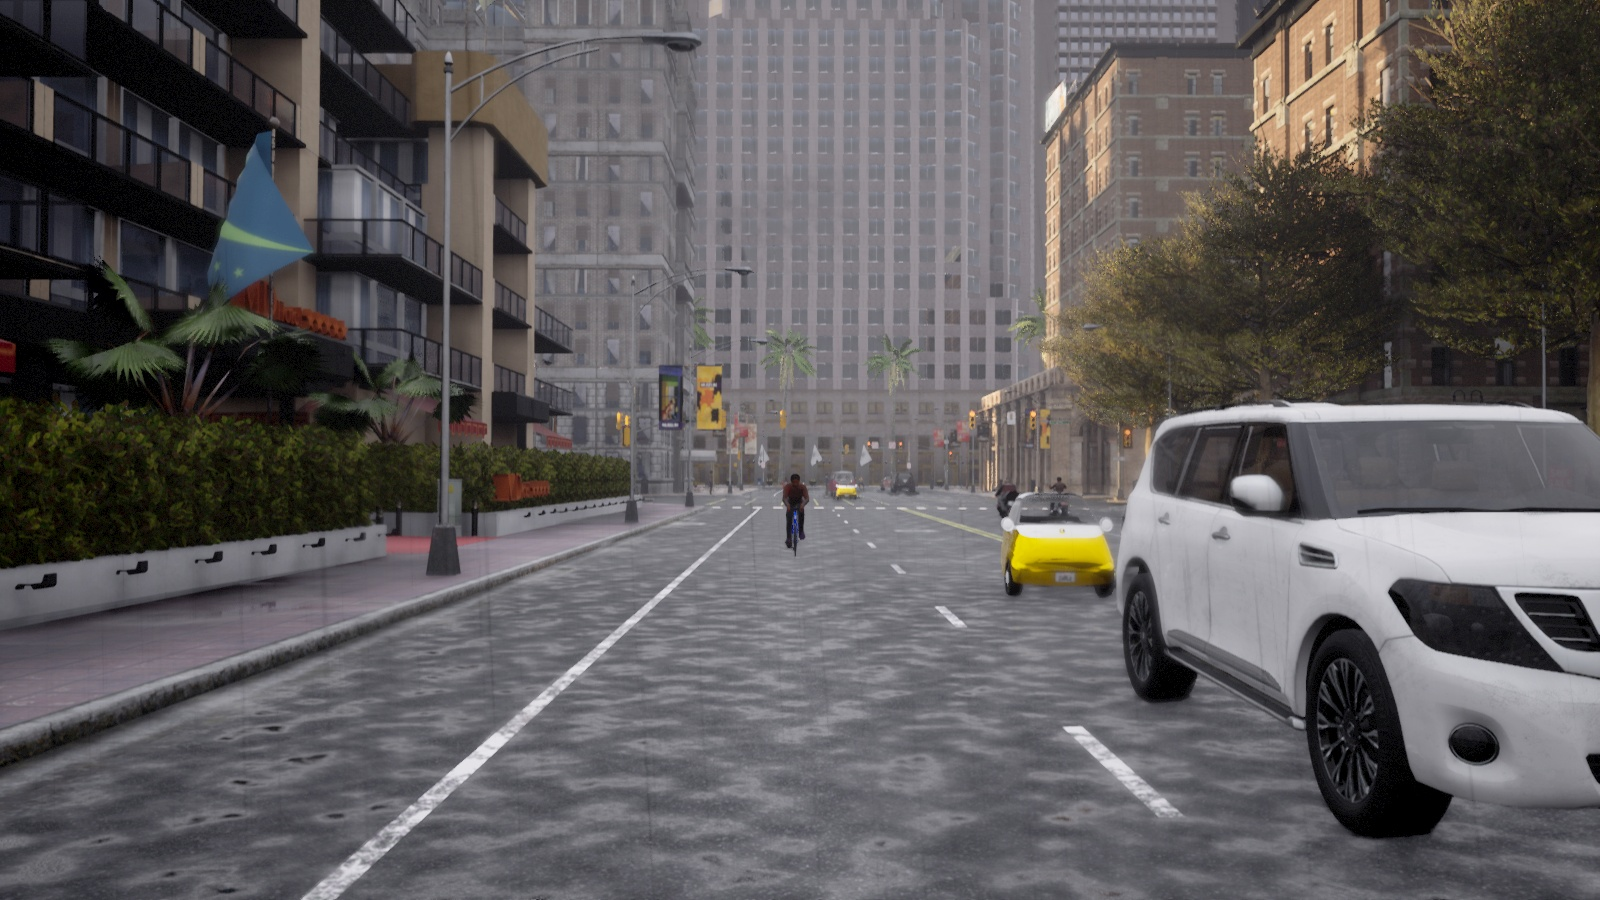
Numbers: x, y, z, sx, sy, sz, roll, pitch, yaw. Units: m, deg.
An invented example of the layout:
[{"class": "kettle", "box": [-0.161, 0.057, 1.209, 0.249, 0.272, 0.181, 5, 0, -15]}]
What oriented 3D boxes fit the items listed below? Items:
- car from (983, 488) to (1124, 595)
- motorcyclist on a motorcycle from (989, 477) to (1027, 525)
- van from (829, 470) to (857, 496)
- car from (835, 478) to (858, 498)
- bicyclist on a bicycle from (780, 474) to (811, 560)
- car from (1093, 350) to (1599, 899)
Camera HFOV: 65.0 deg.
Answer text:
[{"class": "car", "box": [3.439, 1.215, 17.338, 1.481, 1.376, 2.207, 0, -2, 0]}, {"class": "motorcyclist on a motorcycle", "box": [6.856, 1.675, 41.488, 0.866, 1.530, 2.191, 0, -1, 0]}, {"class": "van", "box": [3.318, 2.561, 98.240, 1.775, 1.987, 4.442, 0, -1, -3]}, {"class": "car", "box": [3.202, 2.625, 86.362, 1.481, 1.376, 2.207, 0, -2, 0]}, {"class": "bicyclist on a bicycle", "box": [-0.086, 1.276, 24.590, 0.582, 1.620, 1.656, 0, -1, 0]}, {"class": "car", "box": [3.471, 0.670, 7.394, 2.150, 2.045, 5.566, 0, 0, 0]}]
